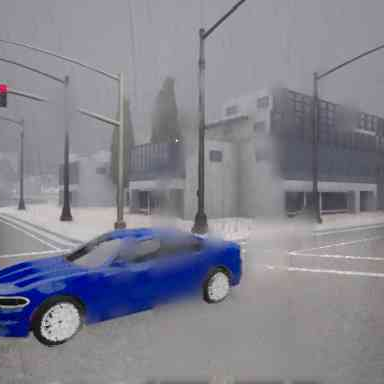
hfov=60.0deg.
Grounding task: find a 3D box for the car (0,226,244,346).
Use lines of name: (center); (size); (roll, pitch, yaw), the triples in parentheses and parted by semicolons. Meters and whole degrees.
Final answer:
car: (-1.175, 1.481, 6.535); (5.008, 1.535, 1.882); (0, 0, -37)
